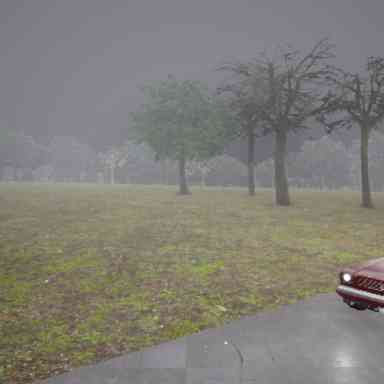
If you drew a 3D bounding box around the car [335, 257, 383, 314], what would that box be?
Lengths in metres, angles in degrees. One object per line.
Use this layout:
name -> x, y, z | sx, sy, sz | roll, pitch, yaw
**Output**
car -> 4.905, 1.596, 6.549 | 4.718, 1.301, 1.895 | 0, 0, -35
